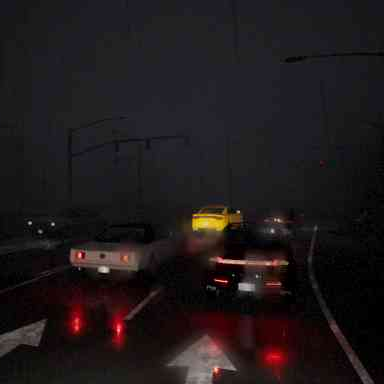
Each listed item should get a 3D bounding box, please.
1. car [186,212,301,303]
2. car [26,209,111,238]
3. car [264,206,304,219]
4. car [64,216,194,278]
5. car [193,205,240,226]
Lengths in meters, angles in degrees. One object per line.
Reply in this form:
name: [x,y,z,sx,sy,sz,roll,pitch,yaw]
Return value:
car: [1.538,1.492,8.323,2.128,1.511,4.902,0,0,13]
car: [-6.501,1.601,18.051,1.895,1.301,4.718,0,0,21]
car: [4.598,1.505,17.207,1.837,1.490,4.892,0,0,21]
car: [-1.555,1.601,10.238,1.895,1.301,4.718,0,0,15]
car: [1.597,1.478,19.034,1.882,1.535,5.008,0,0,21]
